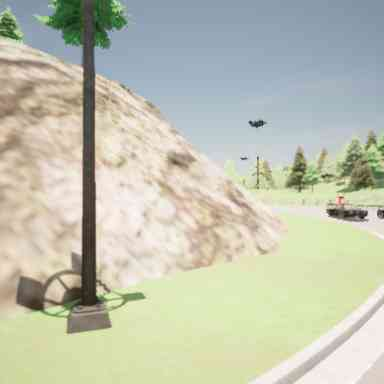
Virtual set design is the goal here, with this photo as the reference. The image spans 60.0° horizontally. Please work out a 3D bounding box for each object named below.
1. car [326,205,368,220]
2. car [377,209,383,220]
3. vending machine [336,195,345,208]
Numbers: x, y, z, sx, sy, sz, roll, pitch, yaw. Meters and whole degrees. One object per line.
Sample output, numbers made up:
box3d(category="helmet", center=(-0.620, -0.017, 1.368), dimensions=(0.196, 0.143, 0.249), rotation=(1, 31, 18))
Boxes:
box3d(category="car", center=(14.193, 1.827, 30.773), dimensions=(1.895, 1.301, 4.718), rotation=(0, -1, 0))
box3d(category="car", center=(17.642, 1.789, 28.014), dimensions=(1.895, 1.301, 4.718), rotation=(0, -1, 1))
box3d(category="vending machine", center=(25.088, 1.610, 56.278), dimensions=(1.100, 2.100, 0.880), rotation=(0, -1, -16))
